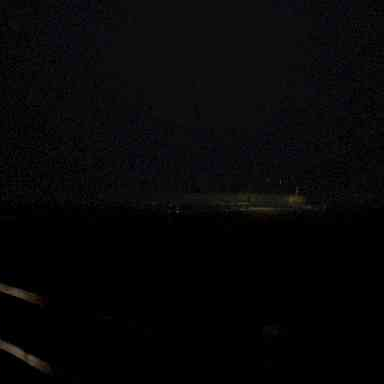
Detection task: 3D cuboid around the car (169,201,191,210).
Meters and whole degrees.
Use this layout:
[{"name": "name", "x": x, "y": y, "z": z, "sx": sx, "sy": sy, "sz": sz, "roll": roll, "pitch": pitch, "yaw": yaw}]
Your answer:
[{"name": "car", "x": -2.102, "y": 2.426, "z": 60.547, "sx": 2.097, "sy": 1.767, "sz": 4.553, "roll": 1, "pitch": -1, "yaw": 35}]
